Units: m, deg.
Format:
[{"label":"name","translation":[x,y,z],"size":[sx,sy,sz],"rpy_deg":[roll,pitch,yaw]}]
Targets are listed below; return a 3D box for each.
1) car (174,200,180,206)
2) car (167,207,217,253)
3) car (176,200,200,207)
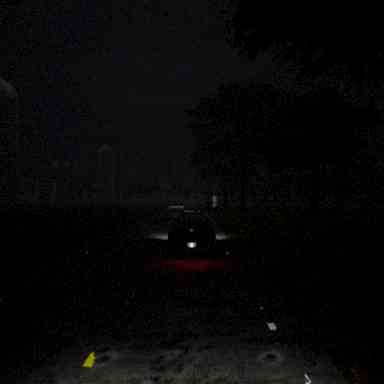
[{"label":"car","translation":[-2.772,2.301,70.975],"size":[1.994,1.385,4.181],"rpy_deg":[0,-1,0]},{"label":"car","translation":[-0.001,1.645,14.310],"size":[1.837,1.490,4.892],"rpy_deg":[0,0,0]},{"label":"car","translation":[-0.005,1.779,29.291],"size":[2.128,1.511,4.902],"rpy_deg":[0,0,0]}]
